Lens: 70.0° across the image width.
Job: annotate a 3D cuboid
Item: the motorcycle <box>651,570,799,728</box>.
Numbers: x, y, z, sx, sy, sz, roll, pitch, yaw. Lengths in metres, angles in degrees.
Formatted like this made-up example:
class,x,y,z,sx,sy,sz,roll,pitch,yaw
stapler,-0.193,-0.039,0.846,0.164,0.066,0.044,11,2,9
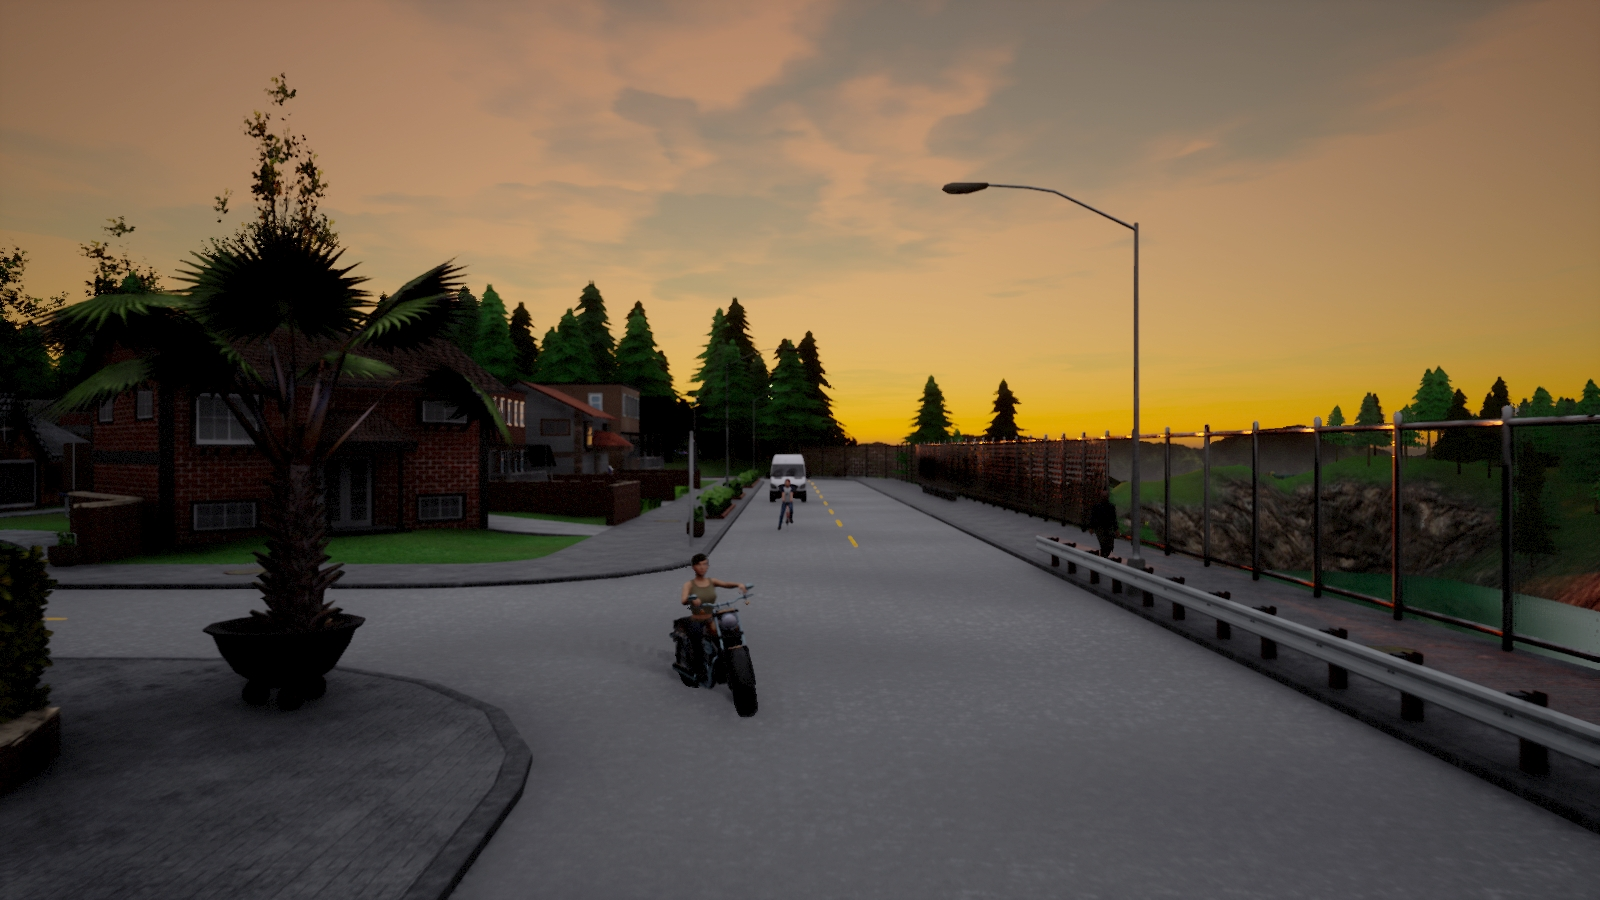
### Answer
class,x,y,z,sx,sy,sz,roll,pitch,yaw
motorcycle,-0.900,2.152,12.821,0.764,1.307,2.356,-4,2,-25

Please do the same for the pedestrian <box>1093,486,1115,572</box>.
class,x,y,z,sx,sy,sz,roll,pitch,yaw
pedestrian,6.704,1.741,25.224,0.375,1.860,0.375,0,0,-1

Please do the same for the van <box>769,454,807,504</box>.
class,x,y,z,sx,sy,sz,roll,pitch,yaw
van,-0.639,1.526,62.174,1.988,2.561,5.915,0,0,-1
